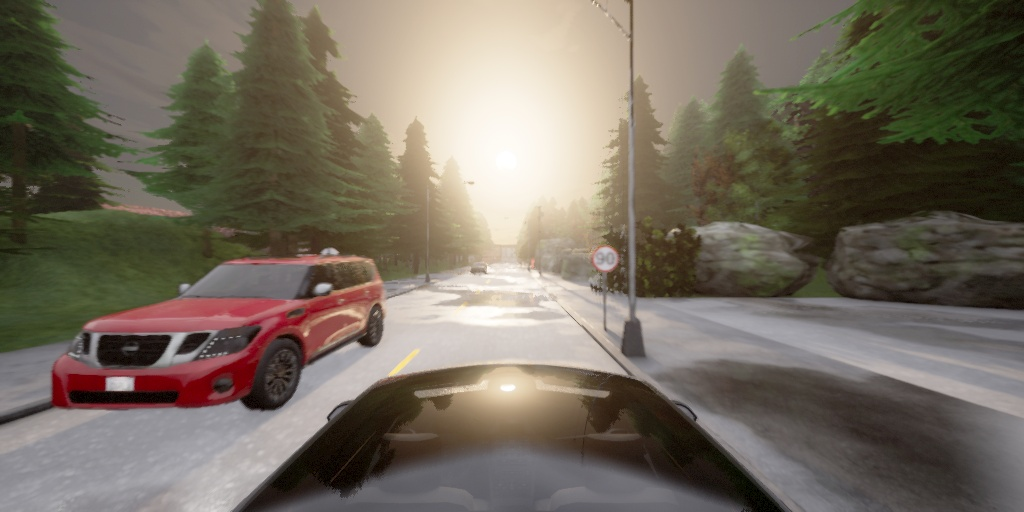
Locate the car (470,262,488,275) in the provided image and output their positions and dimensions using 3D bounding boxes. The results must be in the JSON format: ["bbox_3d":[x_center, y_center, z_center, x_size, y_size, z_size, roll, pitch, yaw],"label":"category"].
[{"bbox_3d":[-4.021,1.498,44.055,1.837,1.490,4.892,0,0,0],"label":"car"}]

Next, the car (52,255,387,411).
[{"bbox_3d":[-4.097,0.998,6.513,2.150,2.045,5.566,0,0,0],"label":"car"}]
